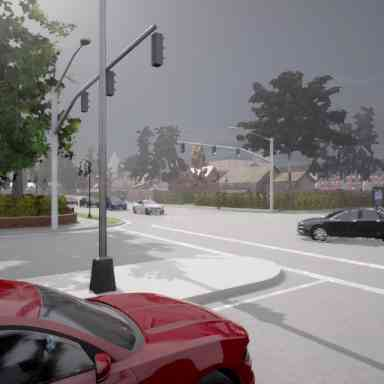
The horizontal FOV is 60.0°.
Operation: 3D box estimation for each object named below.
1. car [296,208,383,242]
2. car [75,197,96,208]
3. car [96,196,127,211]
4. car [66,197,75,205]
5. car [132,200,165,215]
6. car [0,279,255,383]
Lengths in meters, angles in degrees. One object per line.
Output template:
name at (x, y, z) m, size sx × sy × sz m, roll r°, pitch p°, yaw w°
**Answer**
car at (7.334, 1.505, 15.356) m, size 4.892 × 1.490 × 1.837 m, roll 0°, pitch -2°, yaw 14°
car at (-15.214, 1.505, 49.045) m, size 1.837 × 1.490 × 4.892 m, roll 0°, pitch 0°, yaw -36°
car at (-9.820, 1.352, 41.591) m, size 2.097 × 1.767 × 4.553 m, roll 0°, pitch 0°, yaw -36°
car at (-21.012, 1.564, 57.108) m, size 1.994 × 1.385 × 4.181 m, roll 0°, pitch 0°, yaw -34°
car at (-4.613, 1.526, 34.387) m, size 1.812 × 1.442 × 4.674 m, roll 0°, pitch 0°, yaw -35°
car at (-1.684, 1.478, 2.567) m, size 5.008 × 1.535 × 1.882 m, roll 0°, pitch 0°, yaw -35°
